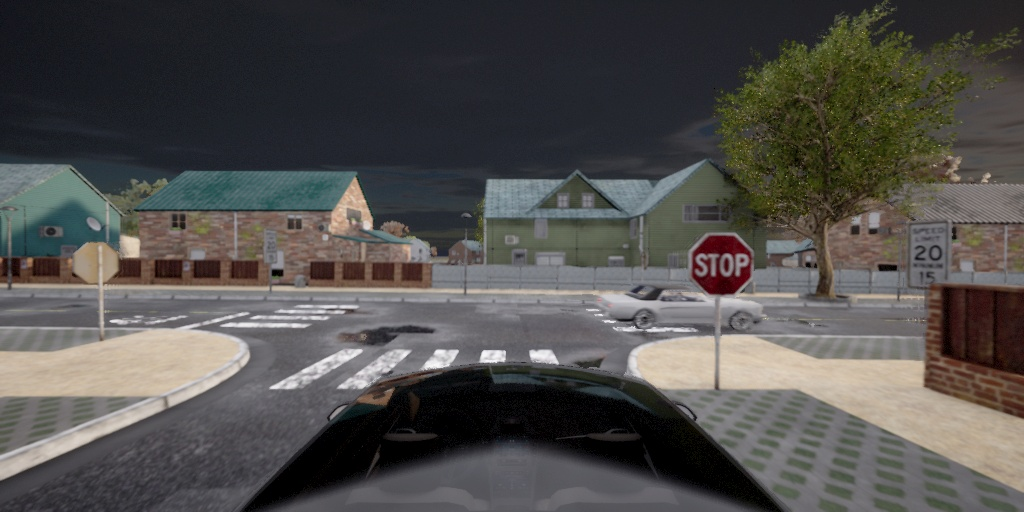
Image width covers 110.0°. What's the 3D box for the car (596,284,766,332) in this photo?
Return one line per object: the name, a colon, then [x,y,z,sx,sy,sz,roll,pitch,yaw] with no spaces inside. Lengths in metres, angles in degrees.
car: [5.231,1.571,11.410,4.718,1.301,1.895,1,1,-1]
